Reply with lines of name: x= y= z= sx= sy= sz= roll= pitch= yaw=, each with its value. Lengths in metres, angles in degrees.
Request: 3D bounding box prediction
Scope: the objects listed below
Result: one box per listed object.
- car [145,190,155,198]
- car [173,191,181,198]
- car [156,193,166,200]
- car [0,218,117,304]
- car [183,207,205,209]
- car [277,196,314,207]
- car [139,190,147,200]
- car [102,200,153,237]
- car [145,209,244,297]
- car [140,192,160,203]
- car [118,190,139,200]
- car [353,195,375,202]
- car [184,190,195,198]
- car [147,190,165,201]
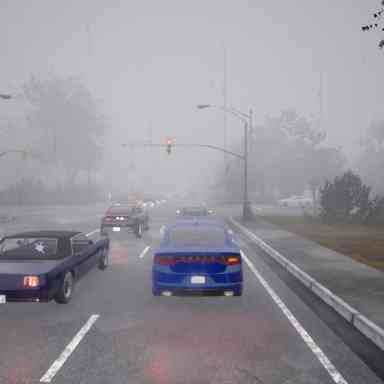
car: x=-10.928 y=0.398 z=86.776 sx=2.150 sy=2.045 sz=5.566 roll=0 pitch=1 yaw=-3
car: x=-3.836 y=0.737 z=85.329 sx=2.033 sy=1.411 sz=5.357 roll=0 pitch=1 yaw=-4
car: x=-6.984 y=0.956 z=74.345 sx=1.895 sy=1.301 sz=4.718 roll=0 pitch=1 yaw=-1
car: x=-3.387 y=1.573 z=8.044 sx=1.895 sy=1.301 sz=4.718 roll=0 pitch=0 yaw=0
car: x=0.126 y=1.458 z=17.572 sx=1.994 sy=1.385 sz=4.181 roll=0 pitch=0 yaw=0
car: x=13.290 y=1.200 z=42.822 sx=4.674 sy=1.442 sz=1.812 roll=0 pitch=1 yaw=-3
car: x=-10.463 y=0.708 z=63.485 sx=2.150 sy=2.045 sz=5.566 roll=0 pitch=1 yaw=0
car: x=-3.373 y=1.402 z=17.296 sx=1.837 sy=1.490 sz=4.892 roll=0 pitch=0 yaw=0
car: x=0.114 y=1.446 z=8.591 sx=1.882 sy=1.535 sz=5.008 roll=0 pitch=0 yaw=0
car: x=-7.006 y=1.127 z=55.511 sx=1.994 sy=1.385 sz=4.181 roll=0 pitch=1 yaw=0
car: x=-10.536 y=0.929 z=53.902 sx=2.097 sy=1.767 sz=4.553 roll=0 pitch=1 yaw=1
car: x=22.478 y=1.174 z=43.329 sx=4.892 sy=1.490 sz=1.837 roll=0 pitch=1 yaw=-3
car: x=-0.340 y=0.419 z=85.464 sx=2.150 sy=2.045 sz=5.566 roll=0 pitch=1 yaw=-4
car: x=-6.965 y=0.956 z=64.320 sx=1.882 sy=1.535 sz=5.008 roll=0 pitch=1 yaw=0
